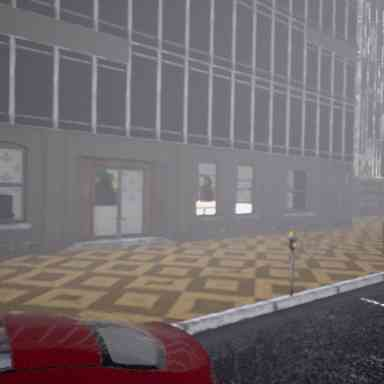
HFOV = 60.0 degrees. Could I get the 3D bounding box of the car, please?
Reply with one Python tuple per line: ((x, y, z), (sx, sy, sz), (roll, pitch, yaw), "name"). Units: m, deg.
((-1.676, 1.515, 1.807), (4.206, 1.307, 1.802), (1, 1, -34), "car")
